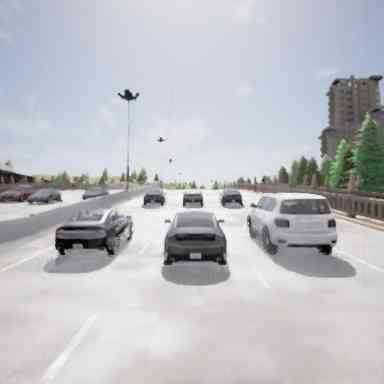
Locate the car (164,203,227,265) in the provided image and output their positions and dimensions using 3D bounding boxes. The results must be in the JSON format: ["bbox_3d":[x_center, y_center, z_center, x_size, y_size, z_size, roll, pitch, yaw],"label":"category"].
[{"bbox_3d":[0.096,1.376,11.272,1.837,1.490,4.892,0,2,0],"label":"car"}]

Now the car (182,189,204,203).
[{"bbox_3d":[0.091,0.412,31.341,2.128,1.511,4.902,0,3,0],"label":"car"}]

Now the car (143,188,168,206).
[{"bbox_3d":[-3.409,0.432,31.200,1.837,1.490,4.892,0,3,0],"label":"car"}]

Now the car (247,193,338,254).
[{"bbox_3d":[3.596,1.032,12.874,2.150,2.045,5.566,0,2,0],"label":"car"}]

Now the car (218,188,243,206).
[{"bbox_3d":[3.591,0.431,31.235,1.837,1.490,4.892,0,3,0],"label":"car"}]

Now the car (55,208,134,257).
[{"bbox_3d":[-3.404,1.322,12.350,2.128,1.511,4.902,0,2,0],"label":"car"}]

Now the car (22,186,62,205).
[{"bbox_3d":[-14.104,0.404,32.183,1.812,1.442,4.674,0,3,0],"label":"car"}]

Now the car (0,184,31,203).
[{"bbox_3d":[-17.603,0.142,33.982,2.097,1.767,4.553,0,3,0],"label":"car"}]

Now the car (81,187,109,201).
[{"bbox_3d":[-10.603,0.193,36.934,2.033,1.411,5.357,0,3,0],"label":"car"}]
